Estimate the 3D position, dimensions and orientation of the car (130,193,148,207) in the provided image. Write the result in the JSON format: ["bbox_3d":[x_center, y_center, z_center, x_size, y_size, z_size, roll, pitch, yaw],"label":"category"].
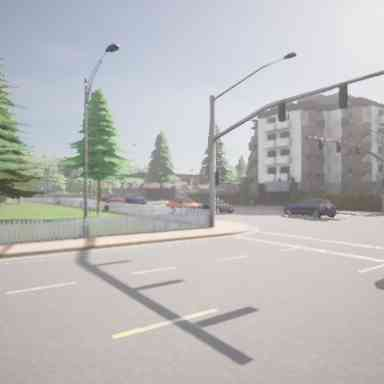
[{"bbox_3d":[-8.928,1.216,52.112,2.150,2.045,5.566,0,0,-34],"label":"car"}]

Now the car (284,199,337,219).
[{"bbox_3d":[10.450,1.361,29.752,2.097,1.767,4.553,0,0,-30],"label":"car"}]

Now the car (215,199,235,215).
[{"bbox_3d":[2.506,1.513,35.010,1.837,1.490,4.892,0,0,-34],"label":"car"}]

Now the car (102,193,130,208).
[{"bbox_3d":[-11.863,1.225,50.204,2.150,2.045,5.566,0,0,-34],"label":"car"}]

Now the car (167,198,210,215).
[{"bbox_3d":[-0.685,1.360,33.484,2.097,1.767,4.553,0,0,-34],"label":"car"}]
